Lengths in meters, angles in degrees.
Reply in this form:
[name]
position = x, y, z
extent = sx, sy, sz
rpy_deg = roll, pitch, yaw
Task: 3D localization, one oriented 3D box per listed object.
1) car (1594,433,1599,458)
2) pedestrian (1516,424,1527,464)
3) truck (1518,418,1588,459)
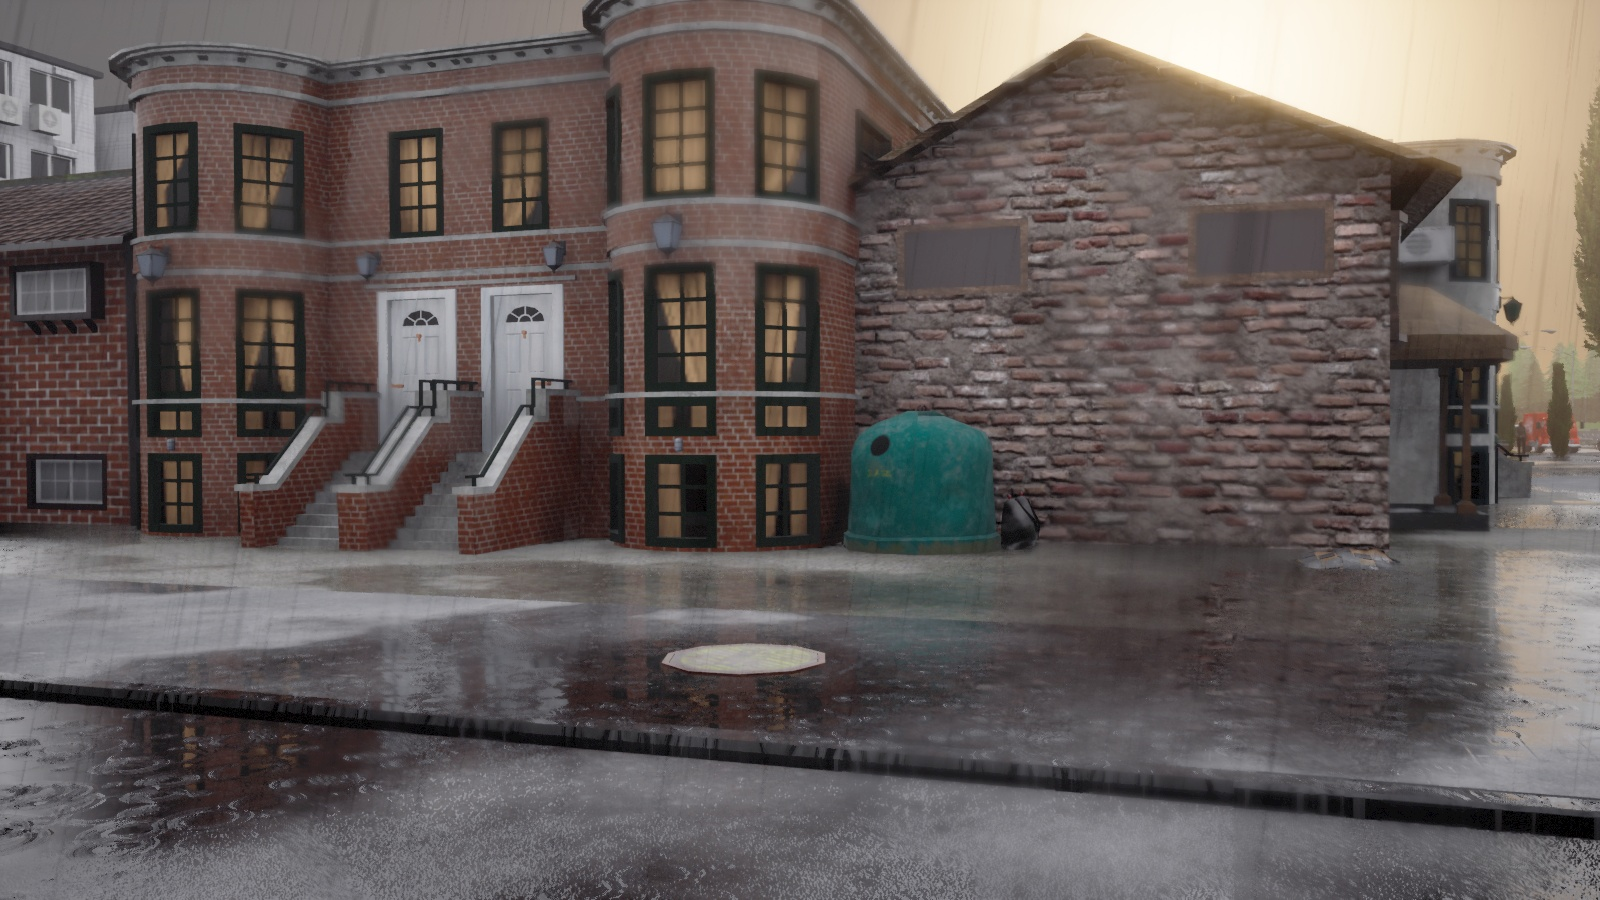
[car]
position = 50.191, -0.265, 76.598
extent = 2.007, 1.525, 4.514
rpy_deg = 1, 1, 19
[pedestrian]
position = 34.205, -0.288, 59.531
extent = 0.331, 1.846, 0.634
rpy_deg = 1, 1, 20
[truck]
position = 46.126, -0.721, 77.061
extent = 2.627, 2.467, 5.204
rpy_deg = 1, 1, 19
